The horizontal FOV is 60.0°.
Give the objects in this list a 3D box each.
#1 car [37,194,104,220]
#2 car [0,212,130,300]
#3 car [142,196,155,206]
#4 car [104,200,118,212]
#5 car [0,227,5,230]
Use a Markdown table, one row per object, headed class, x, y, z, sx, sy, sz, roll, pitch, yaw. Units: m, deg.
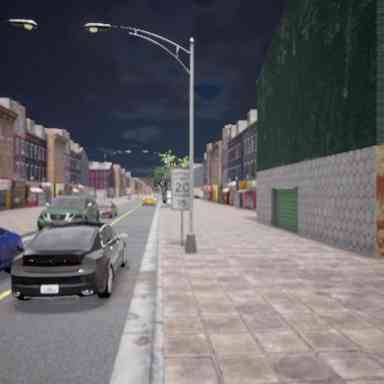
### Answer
| class | x | y | z | sx | sy | sz | roll | pitch | yaw |
| --- | --- | --- | --- | --- | --- | --- | --- | --- | --- |
| car | -6.559 | 1.159 | 18.312 | 2.150 | 2.045 | 5.566 | 0 | 0 | -5 |
| car | -2.762 | 1.477 | 8.342 | 1.837 | 1.490 | 4.892 | 0 | 0 | -5 |
| car | -6.801 | 1.374 | 52.186 | 1.882 | 1.535 | 5.008 | 0 | 0 | -6 |
| car | -7.525 | 1.442 | 28.553 | 1.812 | 1.442 | 4.674 | 0 | 0 | -5 |
| car | -5.572 | 1.485 | 7.739 | 1.812 | 1.442 | 4.674 | 0 | 0 | -5 |
